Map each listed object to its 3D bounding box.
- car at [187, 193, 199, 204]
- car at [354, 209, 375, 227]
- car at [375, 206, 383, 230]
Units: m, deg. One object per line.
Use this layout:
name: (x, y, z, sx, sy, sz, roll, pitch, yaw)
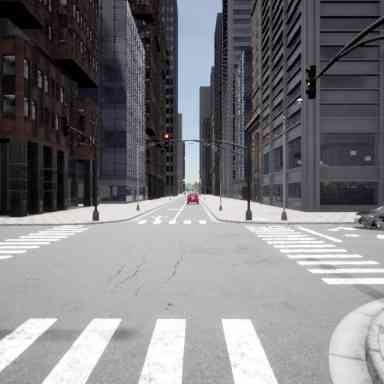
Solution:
car: (0.191, 1.240, 62.324, 2.150, 2.045, 5.566, 0, 0, 0)
car: (12.185, 1.393, 19.585, 4.902, 1.511, 2.128, 0, 0, 2)
car: (12.157, 1.401, 16.355, 4.902, 1.511, 2.128, 0, 0, -1)
